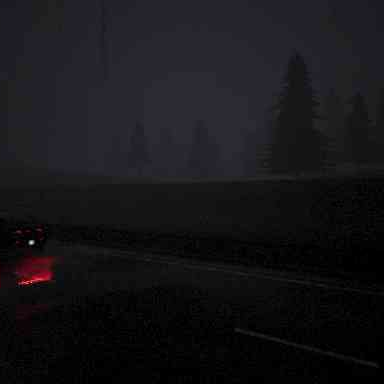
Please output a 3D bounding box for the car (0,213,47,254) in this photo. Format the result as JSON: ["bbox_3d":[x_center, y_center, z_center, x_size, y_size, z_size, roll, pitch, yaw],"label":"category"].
[{"bbox_3d":[-7.982,1.642,13.871,4.892,1.490,1.837,0,0,36],"label":"car"}]
